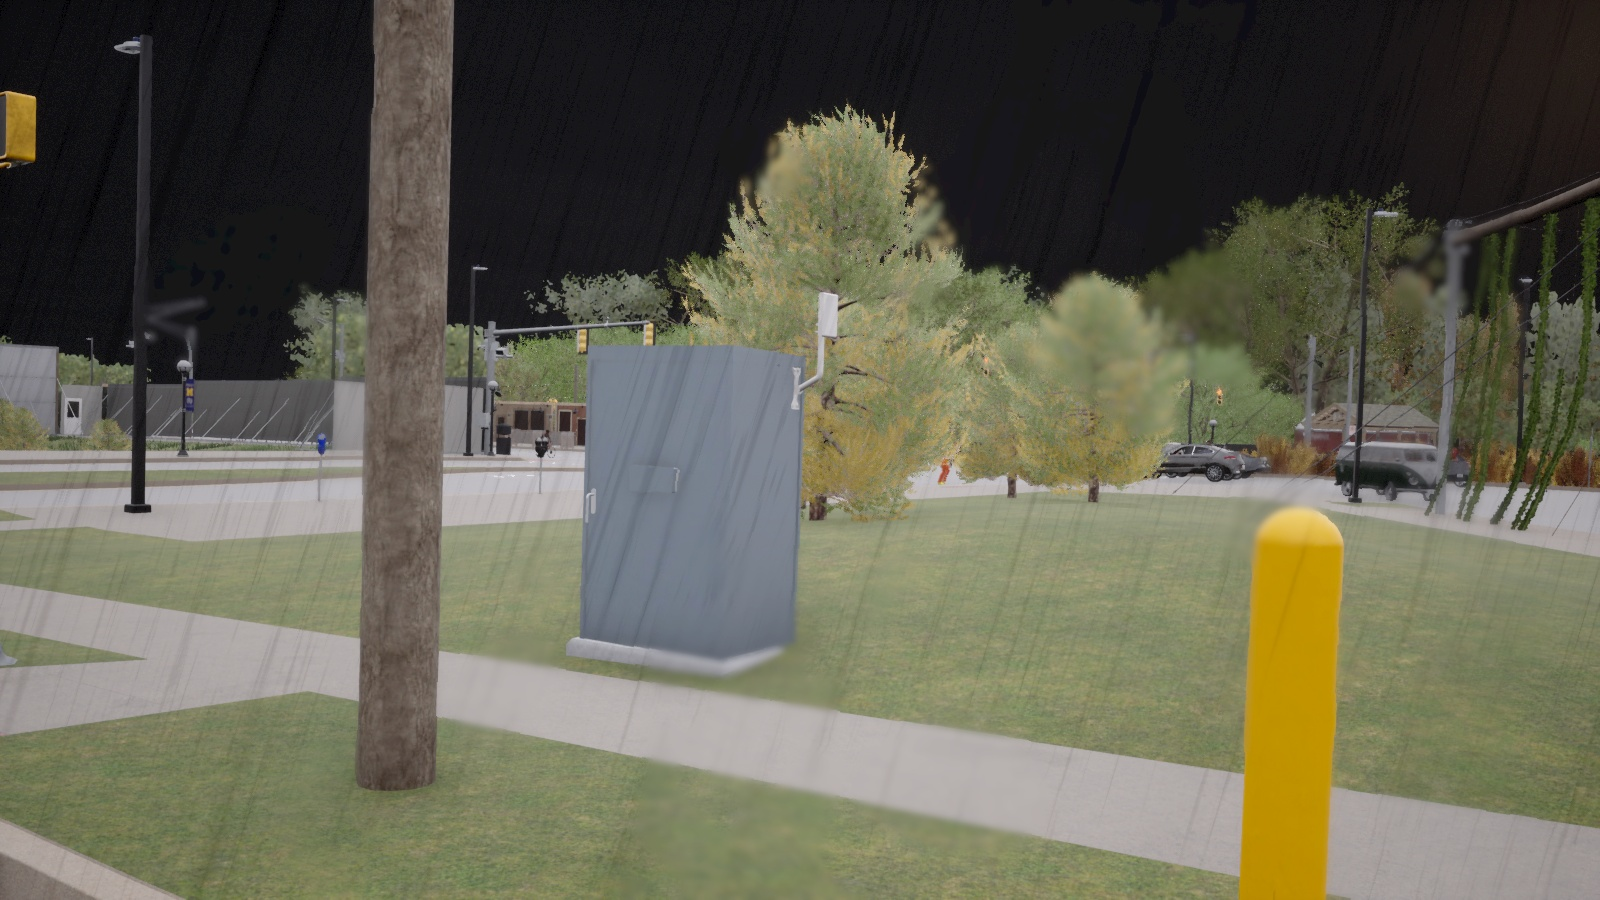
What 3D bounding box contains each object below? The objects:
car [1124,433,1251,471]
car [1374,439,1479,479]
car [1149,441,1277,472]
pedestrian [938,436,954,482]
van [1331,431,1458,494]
[{"bbox_3d":[17.394,0.085,56.400,5.027,1.651,2.152,0,1,34],"label":"car"},{"bbox_3d":[26.469,0.341,53.162,1.845,1.501,3.633,-1,2,-22],"label":"car"},{"bbox_3d":[19.503,0.293,59.383,5.357,1.411,2.033,0,1,34],"label":"car"},{"bbox_3d":[5.829,0.361,50.248,0.594,1.836,0.345,1,2,10],"label":"pedestrian"},{"bbox_3d":[20.777,0.382,44.118,1.775,1.987,4.442,0,2,-9],"label":"van"}]
